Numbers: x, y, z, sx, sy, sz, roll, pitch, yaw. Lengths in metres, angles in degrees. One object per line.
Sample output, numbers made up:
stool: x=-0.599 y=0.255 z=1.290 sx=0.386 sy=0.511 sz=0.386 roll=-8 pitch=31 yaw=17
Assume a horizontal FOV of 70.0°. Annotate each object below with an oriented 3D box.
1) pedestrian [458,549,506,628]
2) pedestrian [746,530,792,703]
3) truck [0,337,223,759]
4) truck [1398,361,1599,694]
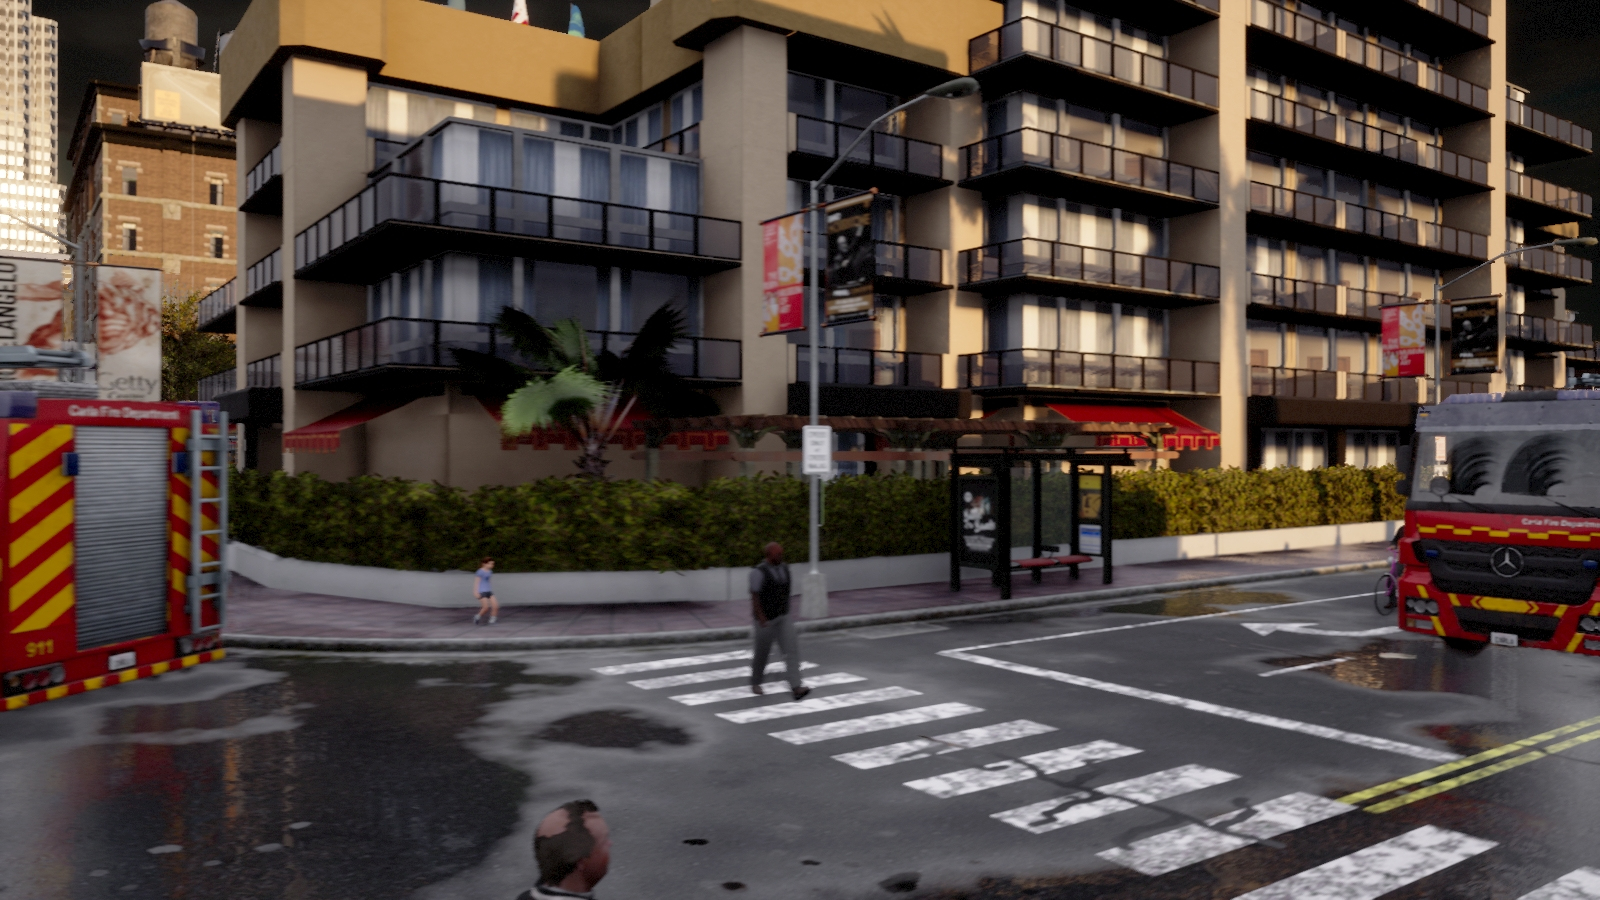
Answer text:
pedestrian: x=-4.790 y=2.077 z=17.221 sx=0.500 sy=1.100 sz=0.500 roll=0 pitch=0 yaw=25
pedestrian: x=-0.349 y=1.849 z=12.835 sx=0.375 sy=1.860 sz=0.375 roll=0 pitch=0 yaw=-35
truck: x=-11.060 y=0.890 z=12.689 sx=8.468 sy=3.827 sz=2.891 roll=0 pitch=0 yaw=14
truck: x=12.145 y=0.891 z=16.253 sx=8.468 sy=3.827 sz=2.891 roll=0 pitch=0 yaw=-35
